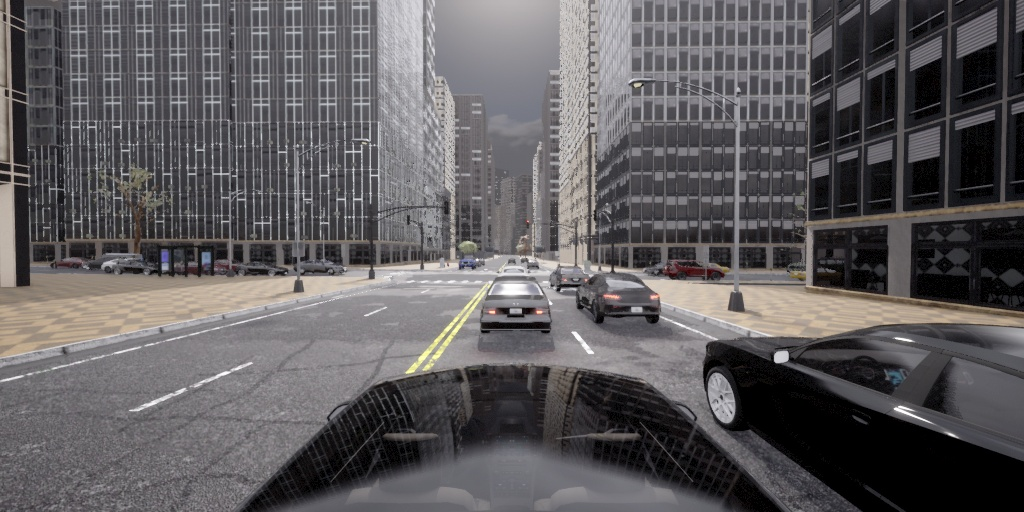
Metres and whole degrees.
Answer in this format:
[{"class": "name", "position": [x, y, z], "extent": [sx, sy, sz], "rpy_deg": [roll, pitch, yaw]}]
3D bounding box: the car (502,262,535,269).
[{"class": "car", "position": [0.092, 1.266, 20.228], "extent": [1.812, 1.442, 4.674], "rpy_deg": [0, 0, 0]}]

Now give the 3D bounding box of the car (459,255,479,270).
[{"class": "car", "position": [-6.621, 0.935, 53.870], "extent": [2.150, 2.045, 5.566], "rpy_deg": [0, 0, 0]}]

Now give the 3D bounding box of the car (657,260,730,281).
[{"class": "car", "position": [16.180, 1.268, 32.141], "extent": [5.009, 1.841, 2.192], "rpy_deg": [0, 0, 1]}]

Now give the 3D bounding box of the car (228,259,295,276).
[{"class": "car", "position": [-22.745, 1.173, 32.651], "extent": [4.313, 1.339, 1.948], "rpy_deg": [0, 0, 1]}]

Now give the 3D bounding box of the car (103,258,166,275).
[{"class": "car", "position": [-34.110, 1.069, 32.953], "extent": [4.313, 1.339, 1.948], "rpy_deg": [0, 0, 1]}]

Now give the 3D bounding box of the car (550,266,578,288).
[{"class": "car", "position": [3.344, 1.287, 21.317], "extent": [2.033, 1.411, 5.357], "rpy_deg": [0, 0, 0]}]

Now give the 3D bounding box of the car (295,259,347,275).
[{"class": "car", "position": [-18.814, 1.091, 35.279], "extent": [4.902, 1.511, 2.128], "rpy_deg": [1, 1, 1]}]

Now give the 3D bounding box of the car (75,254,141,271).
[{"class": "car", "position": [-43.734, 0.822, 38.978], "extent": [4.892, 1.490, 1.837], "rpy_deg": [0, 1, 1]}]

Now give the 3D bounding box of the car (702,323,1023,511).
[{"class": "car", "position": [3.345, 1.227, 2.560], "extent": [1.882, 1.535, 5.008], "rpy_deg": [0, 0, 0]}]

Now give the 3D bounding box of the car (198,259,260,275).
[{"class": "car", "position": [-27.910, 1.042, 35.460], "extent": [4.674, 1.442, 1.812], "rpy_deg": [1, 1, 1]}]

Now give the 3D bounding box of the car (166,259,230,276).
[{"class": "car", "position": [-28.429, 1.138, 32.782], "extent": [4.207, 1.307, 1.802], "rpy_deg": [0, 0, 1]}]

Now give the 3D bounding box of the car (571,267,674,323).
[{"class": "car", "position": [3.347, 1.271, 11.906], "extent": [1.812, 1.442, 4.674], "rpy_deg": [0, 0, 0]}]

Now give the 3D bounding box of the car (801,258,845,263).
[{"class": "car", "position": [32.089, 1.222, 37.644], "extent": [5.566, 2.045, 2.150], "rpy_deg": [1, 1, 1]}]

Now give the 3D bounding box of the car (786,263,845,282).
[{"class": "car", "position": [27.629, 1.578, 31.950], "extent": [4.829, 1.417, 1.751], "rpy_deg": [0, 0, 1]}]

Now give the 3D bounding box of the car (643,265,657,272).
[{"class": "car", "position": [16.431, 1.353, 37.916], "extent": [4.902, 1.511, 2.128], "rpy_deg": [0, 1, 1]}]

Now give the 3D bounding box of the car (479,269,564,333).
[{"class": "car", "position": [0.097, 1.294, 10.637], "extent": [2.033, 1.411, 5.357], "rpy_deg": [0, 0, 0]}]

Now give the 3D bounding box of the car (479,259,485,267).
[{"class": "car", "position": [-6.592, 1.193, 63.788], "extent": [2.128, 1.511, 4.902], "rpy_deg": [0, 0, 0]}]

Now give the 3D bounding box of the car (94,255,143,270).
[{"class": "car", "position": [-37.960, 0.951, 35.668], "extent": [4.674, 1.442, 1.812], "rpy_deg": [1, 1, 2]}]

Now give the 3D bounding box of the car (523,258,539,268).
[{"class": "car", "position": [3.269, 1.257, 57.530], "extent": [2.033, 1.411, 5.357], "rpy_deg": [0, 0, 0]}]
